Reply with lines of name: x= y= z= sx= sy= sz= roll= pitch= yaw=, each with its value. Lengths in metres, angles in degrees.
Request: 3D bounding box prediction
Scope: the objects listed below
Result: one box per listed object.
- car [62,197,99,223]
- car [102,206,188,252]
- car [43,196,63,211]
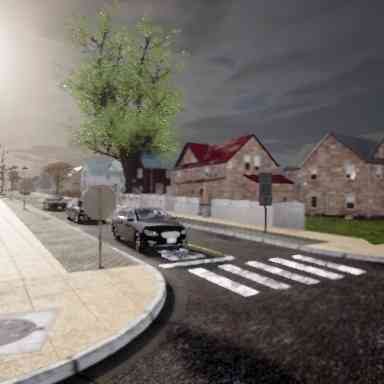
car: x=-7.231 y=1.215 z=22.623 sx=1.837 sy=1.490 sz=4.892 roll=1 pitch=1 yaw=-31
car: x=-1.885 y=1.378 z=13.721 sx=2.128 sy=1.511 sz=4.902 roll=1 pitch=1 yaw=-29
car: x=-13.417 y=1.108 z=32.776 sx=1.895 sy=1.301 sz=4.718 roll=1 pitch=1 yaw=-31
